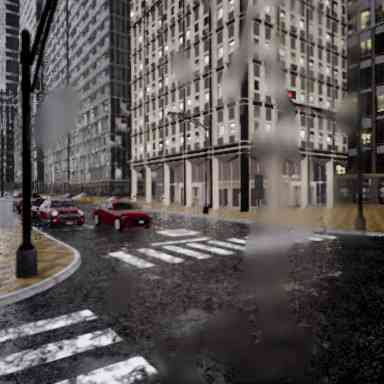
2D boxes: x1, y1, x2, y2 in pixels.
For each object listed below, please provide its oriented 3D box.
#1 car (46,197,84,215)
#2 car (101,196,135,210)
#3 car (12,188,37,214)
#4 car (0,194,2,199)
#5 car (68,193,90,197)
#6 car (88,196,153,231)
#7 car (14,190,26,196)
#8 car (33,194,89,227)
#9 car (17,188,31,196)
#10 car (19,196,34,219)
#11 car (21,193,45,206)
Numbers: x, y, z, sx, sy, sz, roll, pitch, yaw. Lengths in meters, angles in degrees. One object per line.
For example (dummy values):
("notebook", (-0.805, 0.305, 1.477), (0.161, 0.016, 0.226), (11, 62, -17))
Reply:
("car", (-11.011, 1.163, 28.699), (1.895, 1.301, 4.718), (0, 1, -36))
("car", (-7.609, 1.082, 33.909), (1.802, 1.307, 4.206), (1, 0, -36))
("car", (-14.376, 0.859, 28.973), (2.192, 1.841, 5.009), (1, 0, -36))
("car", (-30.628, 0.684, 51.622), (1.887, 1.381, 4.507), (1, 0, -36))
("car", (-14.208, 0.861, 43.111), (1.752, 1.417, 4.829), (1, 0, -36))
("car", (-4.022, 1.213, 18.954), (1.882, 1.535, 5.008), (0, 1, -36))
("car", (-43.366, 0.179, 83.753), (1.947, 1.339, 4.313), (1, 0, -36))
("car", (-7.880, 1.145, 19.915), (1.967, 1.590, 4.097), (1, 0, -36))
("car", (-40.111, 0.009, 79.221), (2.192, 1.841, 5.009), (1, 0, -36))
("car", (-11.132, 1.206, 24.445), (1.802, 1.307, 4.206), (1, 0, -36))
("car", (-19.397, 0.878, 40.441), (1.812, 1.442, 4.674), (0, 1, -35))
